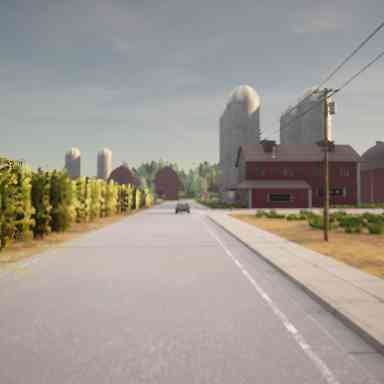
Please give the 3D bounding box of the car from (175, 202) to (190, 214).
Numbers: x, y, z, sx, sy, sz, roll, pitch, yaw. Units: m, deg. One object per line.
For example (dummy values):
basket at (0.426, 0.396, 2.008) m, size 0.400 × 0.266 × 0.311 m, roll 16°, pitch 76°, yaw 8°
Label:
car at (-1.231, 2.030, 43.753) m, size 2.128 × 1.511 × 4.902 m, roll 0°, pitch 0°, yaw -2°
